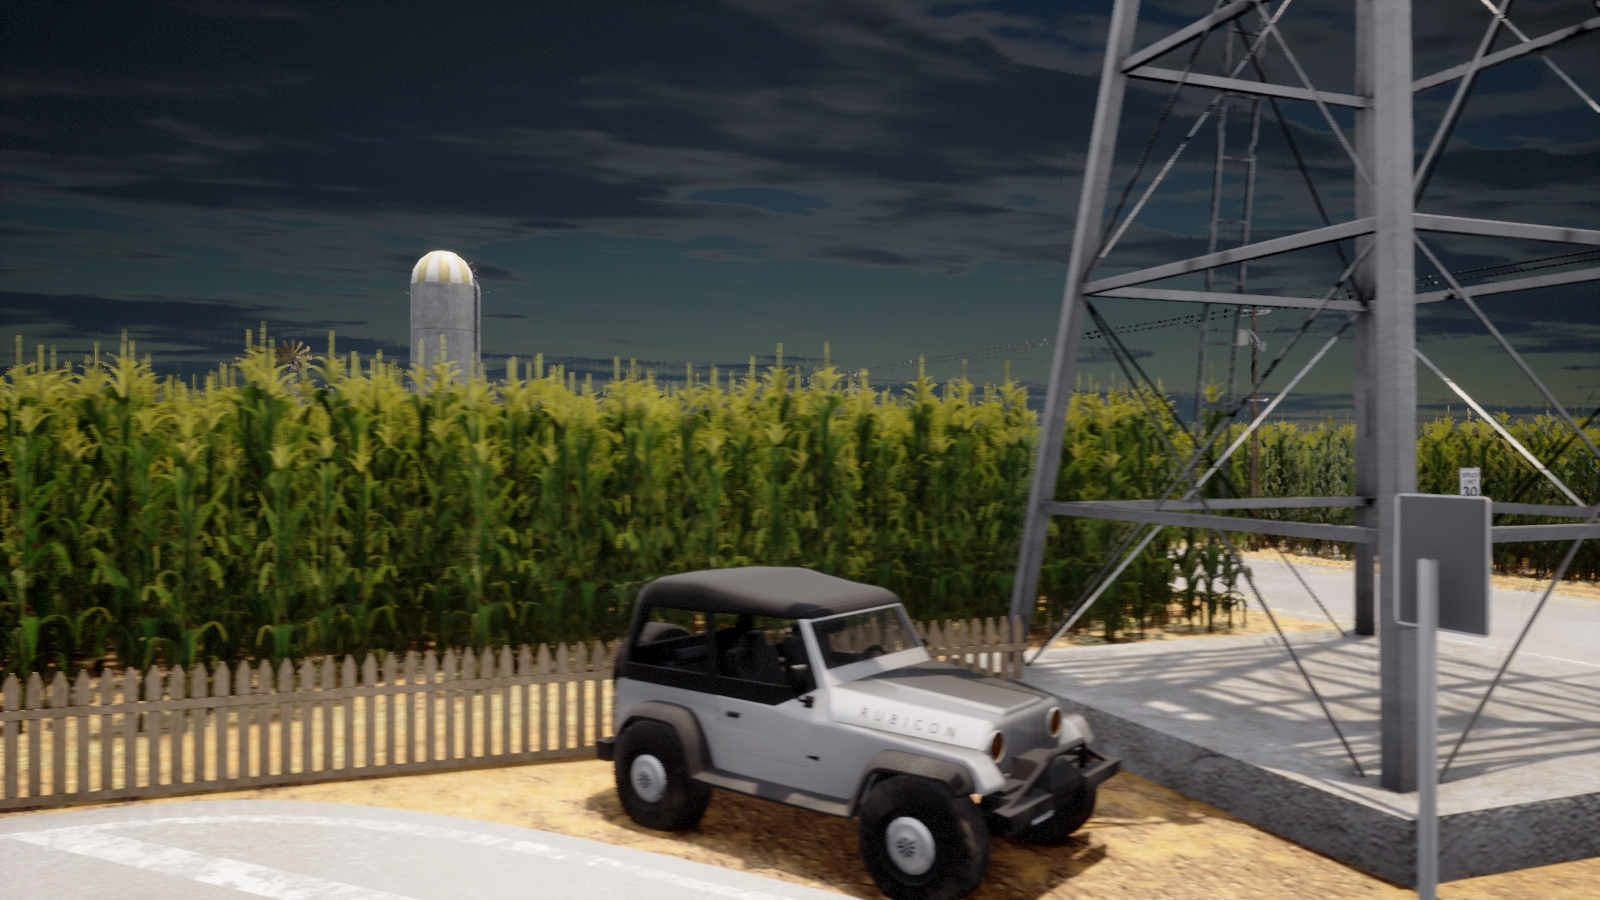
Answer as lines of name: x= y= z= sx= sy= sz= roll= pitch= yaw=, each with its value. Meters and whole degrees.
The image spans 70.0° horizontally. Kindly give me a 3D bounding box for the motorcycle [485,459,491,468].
motorcycle: x=-49.154 y=2.154 z=179.972 sx=0.764 sy=1.307 sz=2.356 roll=0 pitch=0 yaw=-21
